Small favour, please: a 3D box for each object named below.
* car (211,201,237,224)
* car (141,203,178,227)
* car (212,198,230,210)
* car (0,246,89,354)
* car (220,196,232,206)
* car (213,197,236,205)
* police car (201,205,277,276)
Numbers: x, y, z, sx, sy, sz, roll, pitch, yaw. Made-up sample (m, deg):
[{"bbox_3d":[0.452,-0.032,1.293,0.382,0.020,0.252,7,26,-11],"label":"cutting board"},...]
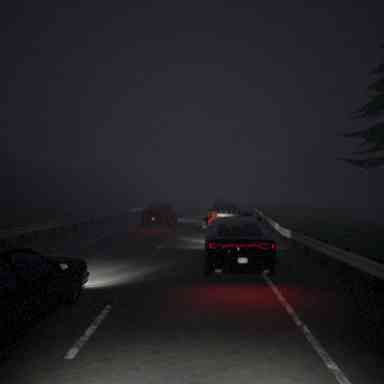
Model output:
[{"bbox_3d":[2.505,1.550,26.062,1.837,1.490,4.892,0,0,6],"label":"car"},{"bbox_3d":[-2.181,1.517,23.214,1.882,1.535,5.008,0,0,5],"label":"car"},{"bbox_3d":[3.964,1.569,45.062,2.128,1.511,4.902,0,0,9],"label":"car"},{"bbox_3d":[-3.283,1.556,5.020,2.033,1.411,5.357,0,0,2],"label":"car"},{"bbox_3d":[6.024,1.579,58.879,1.882,1.535,5.008,0,0,9],"label":"car"},{"bbox_3d":[1.962,1.386,20.189,2.097,1.767,4.553,0,0,5],"label":"car"},{"bbox_3d":[1.341,1.444,10.569,1.930,1.638,5.238,0,0,3],"label":"police car"}]
